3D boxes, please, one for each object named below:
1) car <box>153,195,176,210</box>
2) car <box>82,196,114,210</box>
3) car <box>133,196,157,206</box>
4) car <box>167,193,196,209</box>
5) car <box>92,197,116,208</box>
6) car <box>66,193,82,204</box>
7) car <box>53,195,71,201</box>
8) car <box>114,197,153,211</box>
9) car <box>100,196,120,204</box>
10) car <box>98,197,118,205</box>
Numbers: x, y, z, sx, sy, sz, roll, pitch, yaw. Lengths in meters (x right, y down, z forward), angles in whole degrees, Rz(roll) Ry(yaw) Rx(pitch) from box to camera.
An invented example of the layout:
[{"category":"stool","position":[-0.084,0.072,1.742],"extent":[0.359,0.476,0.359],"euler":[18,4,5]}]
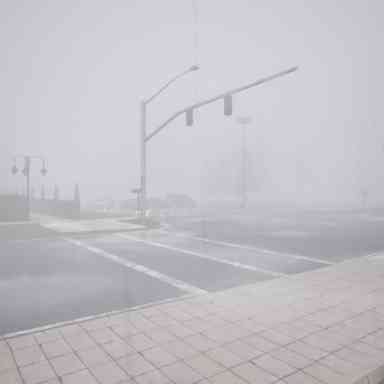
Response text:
[{"category":"car","position":[-4.506,1.501,44.009],"extent":[1.837,1.490,4.892],"euler":[0,1,-36]},{"category":"car","position":[-11.979,1.526,42.380],"extent":[1.812,1.442,4.674],"euler":[0,0,-36]},{"category":"car","position":[-7.678,1.504,54.304],"extent":[1.837,1.490,4.892],"euler":[0,0,-36]},{"category":"car","position":[-1.691,1.221,46.092],"extent":[2.150,2.045,5.566],"euler":[0,0,-36]},{"category":"car","position":[-13.362,1.504,50.213],"extent":[1.837,1.490,4.892],"euler":[0,0,-36]},{"category":"car","position":[-22.445,1.224,62.782],"extent":[2.150,2.045,5.566],"euler":[0,0,-36]},{"category":"car","position":[-23.057,1.601,57.612],"extent":[1.895,1.301,4.718],"euler":[0,0,-36]},{"category":"car","position":[-7.456,1.547,42.116],"extent":[2.033,1.411,5.357],"euler":[0,0,-36]},{"category":"car","position":[-16.543,1.548,66.592],"extent":[2.033,1.411,5.357],"euler":[0,0,-36]},{"category":"car","position":[-14.703,1.601,58.012],"extent":[1.895,1.301,4.718],"euler":[0,0,-36]}]
